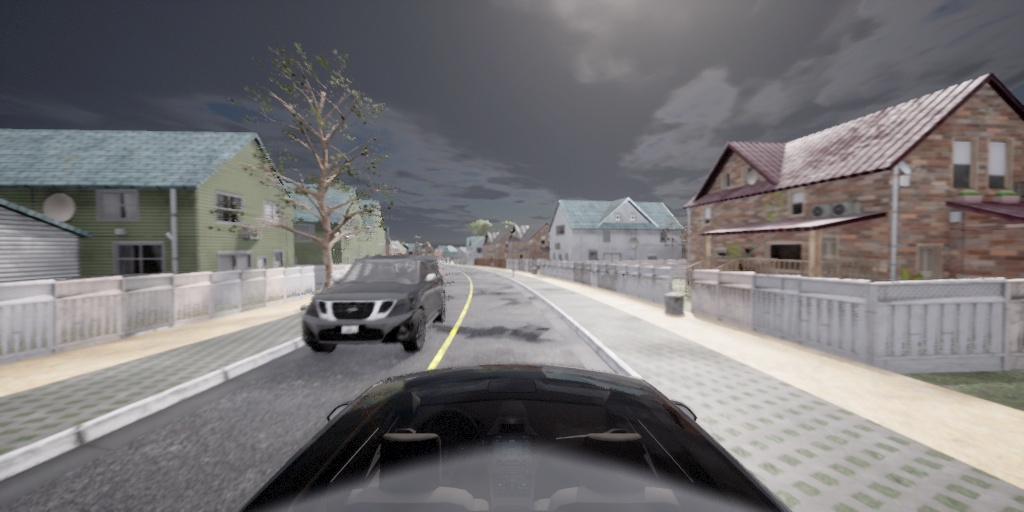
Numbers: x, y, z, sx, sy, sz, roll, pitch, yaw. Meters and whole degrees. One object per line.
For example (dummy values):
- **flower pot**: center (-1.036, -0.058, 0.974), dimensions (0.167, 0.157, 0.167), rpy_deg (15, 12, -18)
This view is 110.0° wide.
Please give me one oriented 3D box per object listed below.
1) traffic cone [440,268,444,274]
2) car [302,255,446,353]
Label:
- **traffic cone**: center (-8.210, 1.836, 42.606), dimensions (0.340, 0.580, 0.340), rpy_deg (0, 0, -12)
- **car**: center (-3.069, 0.991, 9.294), dimensions (2.150, 2.045, 5.566), rpy_deg (0, 0, -2)
